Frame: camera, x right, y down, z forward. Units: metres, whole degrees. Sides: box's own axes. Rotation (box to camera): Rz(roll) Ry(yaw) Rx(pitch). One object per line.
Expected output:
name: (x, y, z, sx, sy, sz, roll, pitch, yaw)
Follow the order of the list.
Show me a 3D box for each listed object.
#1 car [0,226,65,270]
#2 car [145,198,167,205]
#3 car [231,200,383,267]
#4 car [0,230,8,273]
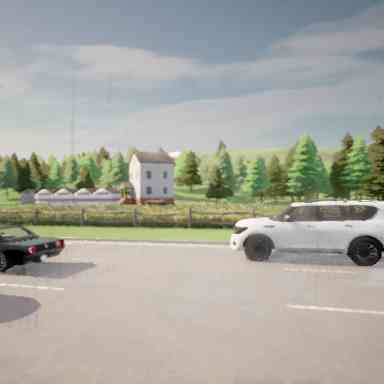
car: (-6.766, 1.778, 10.967, 4.718, 1.301, 1.895, -1, -1, 15)
car: (-7.627, 2.105, 70.673, 4.605, 1.855, 1.932, -1, -1, 15)
car: (4.191, 1.332, 11.721, 5.566, 2.045, 2.150, -1, -1, 15)
car: (-6.774, 1.660, 7.351, 4.674, 1.442, 1.812, 0, -1, 15)
